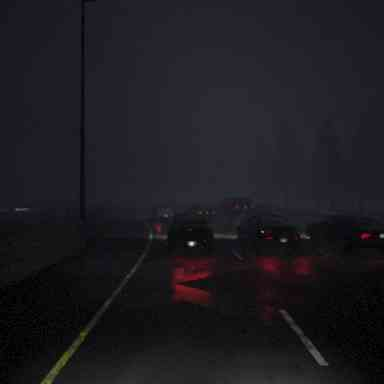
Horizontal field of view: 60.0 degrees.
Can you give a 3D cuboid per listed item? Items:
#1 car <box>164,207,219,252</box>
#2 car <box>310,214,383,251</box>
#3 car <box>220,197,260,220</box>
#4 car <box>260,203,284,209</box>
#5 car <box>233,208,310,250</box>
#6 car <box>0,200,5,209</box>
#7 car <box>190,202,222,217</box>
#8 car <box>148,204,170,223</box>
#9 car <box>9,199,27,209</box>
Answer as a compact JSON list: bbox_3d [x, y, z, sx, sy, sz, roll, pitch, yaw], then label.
[{"bbox_3d":[-0.176,1.645,14.610,1.837,1.490,4.892,0,0,-4],"label":"car"},{"bbox_3d":[6.843,1.685,14.703,2.033,1.411,5.357,0,-1,-4],"label":"car"},{"bbox_3d":[4.034,1.516,31.960,2.150,2.045,5.566,0,0,-15],"label":"car"},{"bbox_3d":[7.285,1.789,33.280,1.882,1.535,5.008,0,0,-16],"label":"car"},{"bbox_3d":[3.311,1.666,14.891,1.812,1.442,4.674,0,0,-4],"label":"car"},{"bbox_3d":[-32.329,1.994,54.752,1.882,1.535,5.008,1,-1,-43],"label":"car"},{"bbox_3d":[0.663,1.838,31.018,2.033,1.411,5.357,0,-1,-15],"label":"car"},{"bbox_3d":[-2.832,1.812,30.483,1.812,1.442,4.674,0,0,-16],"label":"car"},{"bbox_3d":[-29.982,2.031,57.324,2.128,1.511,4.902,1,-1,-43],"label":"car"}]
